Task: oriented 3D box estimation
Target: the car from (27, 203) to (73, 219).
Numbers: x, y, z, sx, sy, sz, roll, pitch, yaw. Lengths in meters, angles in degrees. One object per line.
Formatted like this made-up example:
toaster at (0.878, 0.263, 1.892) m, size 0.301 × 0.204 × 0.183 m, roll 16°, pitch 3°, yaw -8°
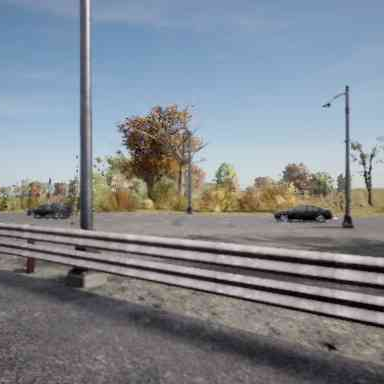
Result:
car at (-15.054, 1.954, 35.237) m, size 4.892 × 1.490 × 1.837 m, roll 0°, pitch 0°, yaw 11°

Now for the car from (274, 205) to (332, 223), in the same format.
car at (10.027, 1.929, 30.297) m, size 5.008 × 1.535 × 1.882 m, roll 0°, pitch 0°, yaw 11°
